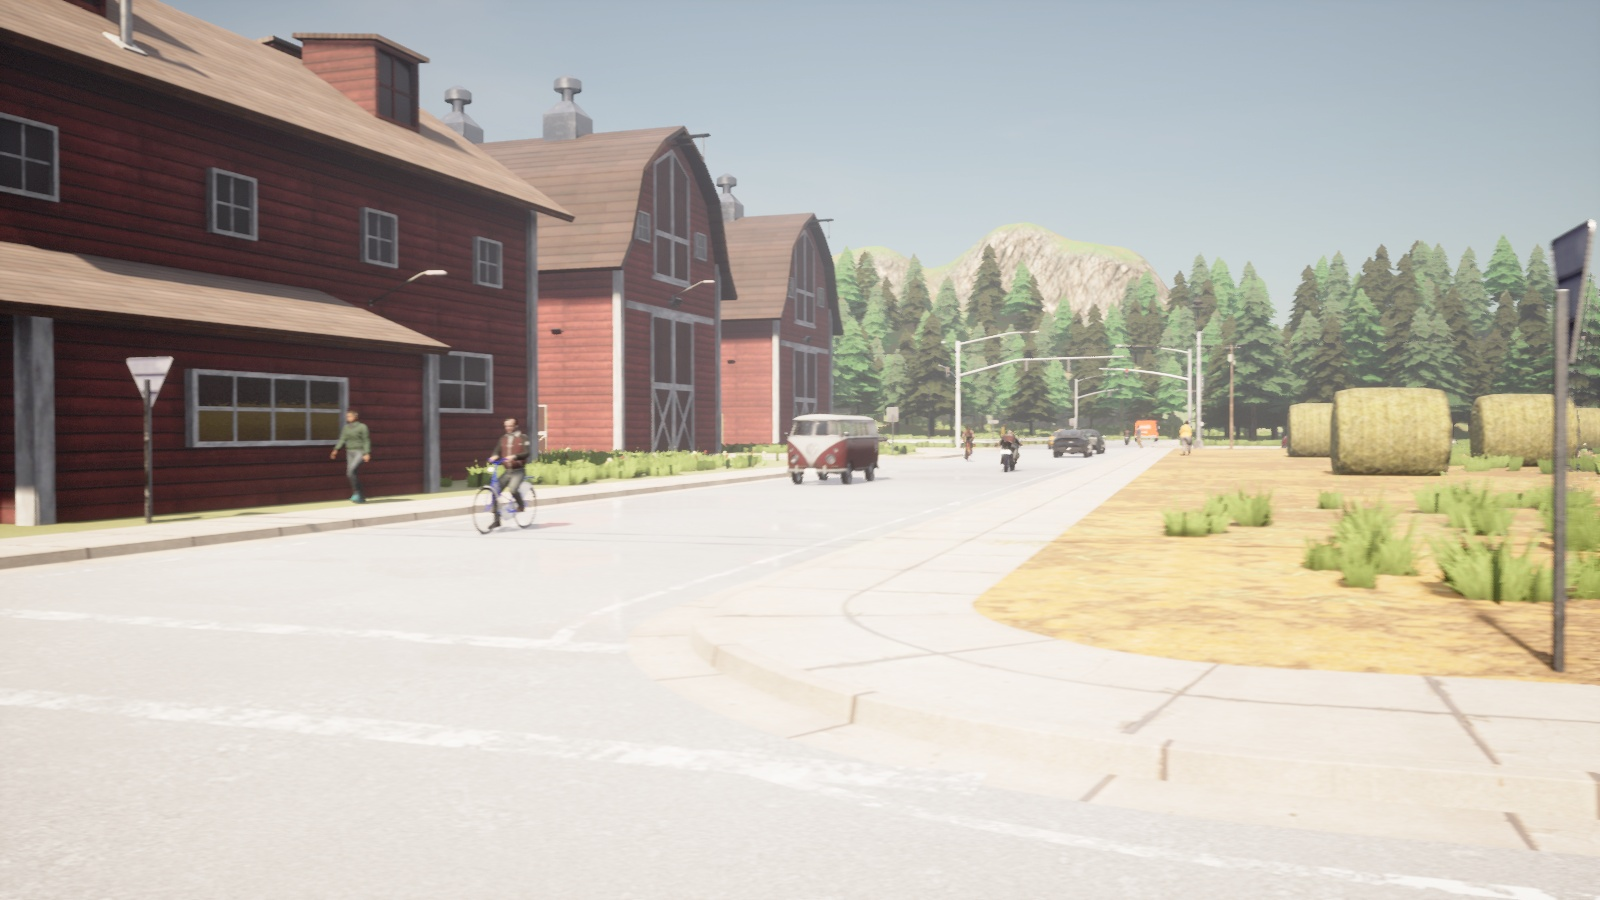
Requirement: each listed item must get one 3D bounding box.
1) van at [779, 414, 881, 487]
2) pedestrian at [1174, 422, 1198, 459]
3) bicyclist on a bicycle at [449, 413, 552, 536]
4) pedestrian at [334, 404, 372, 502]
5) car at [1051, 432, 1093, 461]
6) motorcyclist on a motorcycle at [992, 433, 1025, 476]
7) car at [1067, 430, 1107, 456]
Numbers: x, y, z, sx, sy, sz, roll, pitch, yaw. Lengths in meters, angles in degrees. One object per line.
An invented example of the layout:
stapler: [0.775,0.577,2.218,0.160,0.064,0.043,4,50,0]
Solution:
van: [0.938,-0.027,36.407,1.775,1.987,4.442,1,1,18]
pedestrian: [19.762,-0.500,64.295,0.874,1.855,0.900,1,1,39]
bicyclist on a bicycle: [-4.556,0.345,19.235,0.659,1.776,1.843,1,1,18]
pedestrian: [-8.510,0.047,23.916,0.353,1.847,0.614,1,1,20]
car: [14.851,-0.235,68.414,1.837,1.490,4.892,1,1,17]
motorcyclist on a motorcycle: [7.624,0.130,45.827,0.866,1.530,2.191,1,1,18]
car: [17.638,-0.427,77.126,2.007,1.525,4.514,1,1,18]
